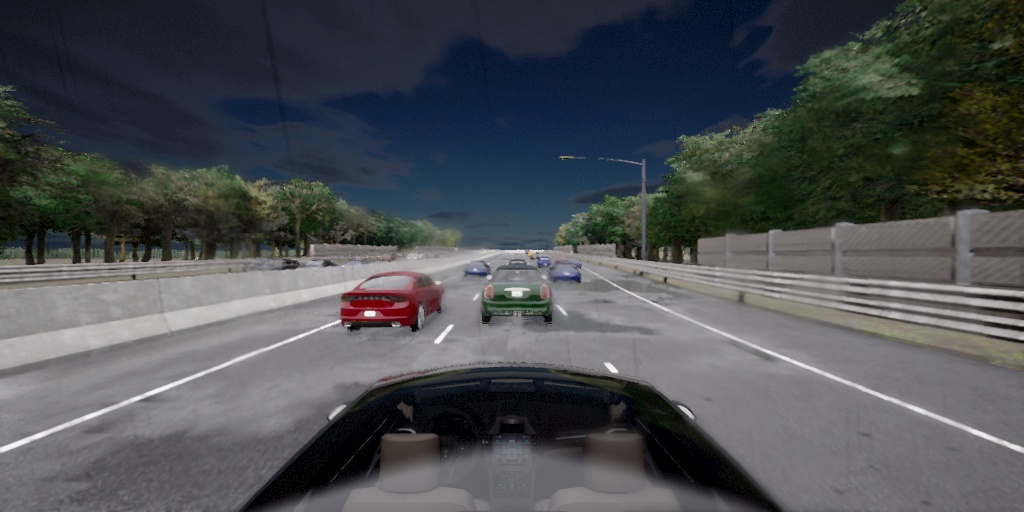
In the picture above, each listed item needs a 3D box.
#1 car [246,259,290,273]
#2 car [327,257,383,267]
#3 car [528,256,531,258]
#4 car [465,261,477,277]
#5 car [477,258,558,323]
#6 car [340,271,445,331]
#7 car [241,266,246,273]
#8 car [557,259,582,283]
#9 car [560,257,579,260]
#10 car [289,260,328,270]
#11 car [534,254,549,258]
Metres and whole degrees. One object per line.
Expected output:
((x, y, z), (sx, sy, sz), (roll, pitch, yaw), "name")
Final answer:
((-20.685, 1.059, 31.956), (1.837, 1.490, 4.892), (0, 1, 1), "car")
((-13.693, 1.100, 31.696), (2.033, 1.411, 5.357), (0, 1, 1), "car")
((0.505, 1.054, 31.298), (1.837, 1.490, 4.892), (0, 1, 1), "car")
((-2.982, 1.108, 31.807), (1.994, 1.385, 4.181), (0, 1, 1), "car")
((0.170, 1.066, 12.184), (2.097, 1.767, 4.553), (0, 0, 1), "car")
((-3.343, 1.200, 10.966), (1.882, 1.535, 5.008), (0, 0, 0), "car")
((-23.413, 1.034, 34.206), (1.837, 1.490, 4.892), (0, 1, -2), "car")
((3.786, 1.166, 26.236), (1.994, 1.385, 4.181), (0, 1, 1), "car")
((7.615, 0.912, 45.244), (1.994, 1.385, 4.181), (0, 1, 3), "car")
((-17.186, 1.078, 31.892), (1.812, 1.442, 4.674), (0, 1, 1), "car")
((4.311, 0.829, 47.961), (1.812, 1.442, 4.674), (0, 1, 1), "car")
